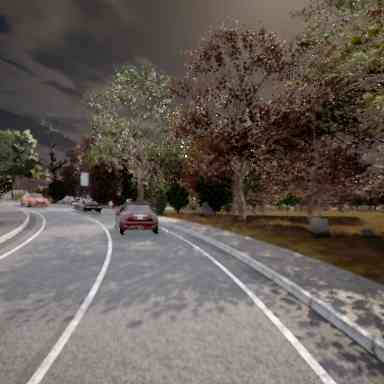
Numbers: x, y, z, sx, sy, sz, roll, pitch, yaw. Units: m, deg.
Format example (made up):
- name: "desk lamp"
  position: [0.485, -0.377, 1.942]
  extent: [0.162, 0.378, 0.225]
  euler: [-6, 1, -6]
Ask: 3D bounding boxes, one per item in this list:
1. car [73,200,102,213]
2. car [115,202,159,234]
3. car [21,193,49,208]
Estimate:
- name: "car"
  position: [-11.173, 1.511, 35.330]
  extent: [1.895, 1.301, 4.718]
  euler: [4, -1, -34]
- name: "car"
  position: [-3.339, 1.379, 19.508]
  extent: [2.097, 1.767, 4.553]
  euler: [2, -1, -17]
- name: "car"
  position: [-18.417, 0.919, 39.057]
  extent: [2.097, 1.767, 4.553]
  euler: [5, -2, -41]
